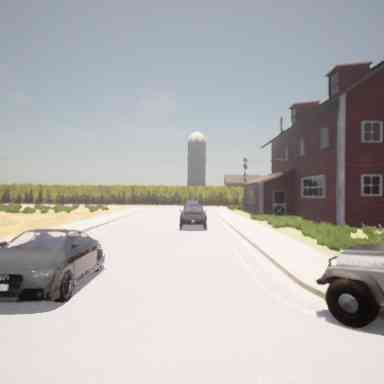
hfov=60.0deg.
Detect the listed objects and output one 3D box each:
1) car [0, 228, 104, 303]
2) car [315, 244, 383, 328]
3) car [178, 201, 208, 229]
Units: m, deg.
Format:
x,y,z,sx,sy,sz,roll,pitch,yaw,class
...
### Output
x,y,z,sx,sy,sz,roll,pitch,yaw,class
-3.601,1.618,8.264,1.994,1.385,4.181,1,0,0,car
4.170,1.274,5.336,1.905,1.878,3.866,-7,3,-42,car
0.079,1.648,23.142,2.128,1.511,4.902,1,0,0,car
